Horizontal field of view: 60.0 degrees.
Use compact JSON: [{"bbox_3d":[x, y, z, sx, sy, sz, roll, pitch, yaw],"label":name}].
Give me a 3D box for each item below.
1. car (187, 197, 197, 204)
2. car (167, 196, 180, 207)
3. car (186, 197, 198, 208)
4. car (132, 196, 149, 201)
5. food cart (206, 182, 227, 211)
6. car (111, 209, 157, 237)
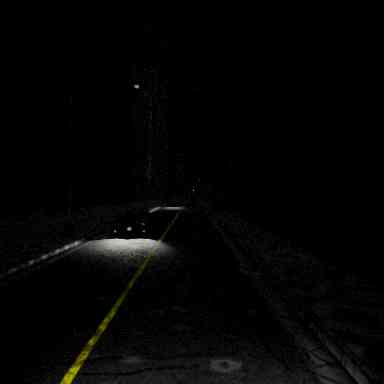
[{"bbox_3d":[-0.035,1.823,72.195,1.994,1.385,4.181,0,0,0],"label":"car"},{"bbox_3d":[-3.096,1.734,56.305,2.128,1.511,4.902,0,0,0],"label":"car"},{"bbox_3d":[-0.010,1.792,54.122,2.033,1.411,5.357,0,0,0],"label":"car"},{"bbox_3d":[-13.586,1.802,88.605,4.097,1.590,1.967,0,-2,-1],"label":"car"},{"bbox_3d":[3.066,0.638,43.265,2.280,3.560,4.660,-2,-2,0],"label":"food cart"},{"bbox_3d":[-3.108,1.633,18.479,1.994,1.385,4.181,0,0,0],"label":"car"}]
